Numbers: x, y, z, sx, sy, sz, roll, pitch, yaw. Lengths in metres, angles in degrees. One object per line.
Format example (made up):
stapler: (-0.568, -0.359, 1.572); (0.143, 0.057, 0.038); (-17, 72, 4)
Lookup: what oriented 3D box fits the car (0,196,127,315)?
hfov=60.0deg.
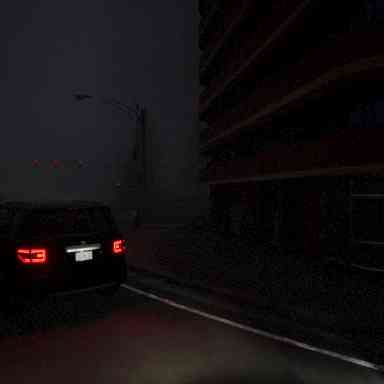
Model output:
car: (-3.610, 1.221, 7.932); (2.150, 2.045, 5.566); (0, 0, -40)

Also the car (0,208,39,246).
car: (-8.473, 1.564, 15.906); (1.994, 1.385, 4.181); (0, 0, -26)
